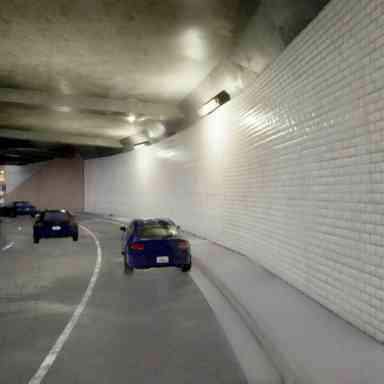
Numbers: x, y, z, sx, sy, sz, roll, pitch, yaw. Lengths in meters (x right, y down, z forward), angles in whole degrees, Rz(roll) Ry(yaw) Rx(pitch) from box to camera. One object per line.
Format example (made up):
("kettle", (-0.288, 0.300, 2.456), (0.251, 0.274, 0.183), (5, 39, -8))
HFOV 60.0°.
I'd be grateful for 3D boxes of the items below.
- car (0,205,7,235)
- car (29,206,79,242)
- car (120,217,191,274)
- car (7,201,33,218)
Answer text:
("car", (-10.132, 1.478, 15.490), (1.882, 1.535, 5.008), (0, 0, -23))
("car", (-6.814, 1.564, 16.643), (1.994, 1.385, 4.181), (0, 0, -23))
("car", (-1.261, 1.525, 10.550), (1.812, 1.442, 4.674), (0, 0, -13))
("car", (-15.835, 1.547, 30.421), (2.033, 1.411, 5.357), (0, 0, -42))
